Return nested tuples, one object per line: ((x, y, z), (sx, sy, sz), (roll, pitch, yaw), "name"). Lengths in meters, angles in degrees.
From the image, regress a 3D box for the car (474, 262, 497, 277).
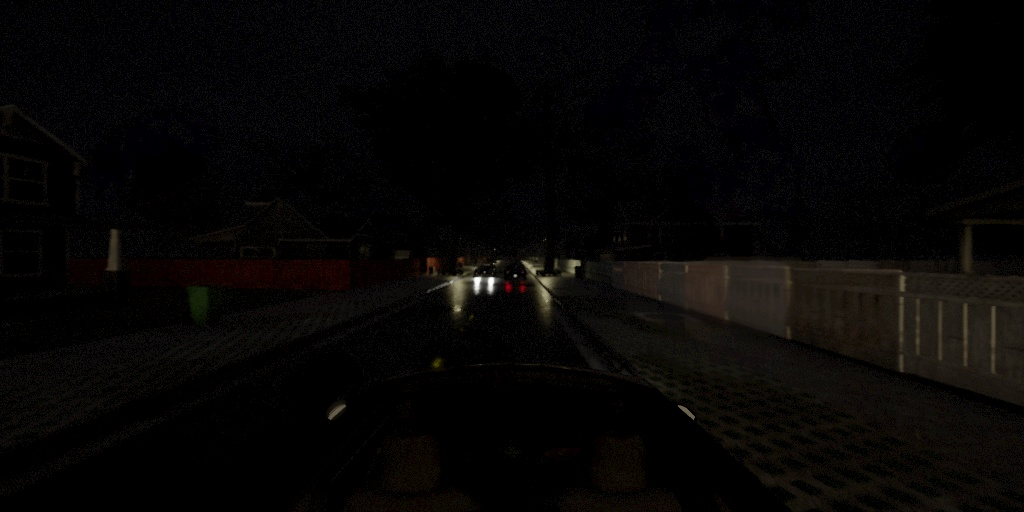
((-2.475, 1.283, 34.558), (1.994, 1.385, 4.181), (0, 0, 1), "car")

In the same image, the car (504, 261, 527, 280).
((0.308, 1.339, 31.507), (1.895, 1.301, 4.718), (0, 0, 1), "car")
